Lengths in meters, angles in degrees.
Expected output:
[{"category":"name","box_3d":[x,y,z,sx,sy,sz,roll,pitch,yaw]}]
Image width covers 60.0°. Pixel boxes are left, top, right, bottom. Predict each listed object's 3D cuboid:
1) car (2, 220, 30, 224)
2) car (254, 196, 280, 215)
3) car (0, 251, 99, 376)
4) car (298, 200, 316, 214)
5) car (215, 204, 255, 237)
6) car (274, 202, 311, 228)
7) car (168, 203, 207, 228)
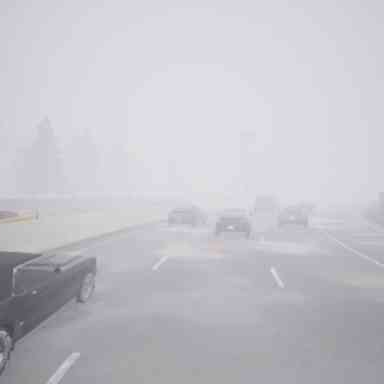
[{"category":"car","box_3d":[-9.233,1.478,14.725,1.882,1.535,5.008,0,0,10]},{"category":"car","box_3d":[8.288,1.405,36.593,2.150,2.045,5.566,0,0,23]},{"category":"car","box_3d":[-3.113,1.603,5.327,1.895,1.301,4.718,0,0,4]},{"category":"car","box_3d":[13.366,1.728,39.121,1.837,1.490,4.892,0,0,27]},{"category":"car","box_3d":[2.409,1.609,18.804,1.812,1.442,4.674,0,0,12]},{"category":"car","box_3d":[7.214,1.695,23.809,1.994,1.385,4.181,0,0,17]},{"category":"car","box_3d":[-0.207,1.575,22.830,2.128,1.511,4.902,0,0,14]}]
